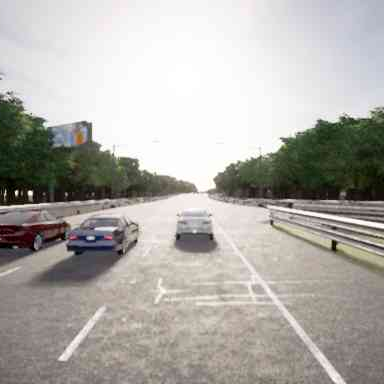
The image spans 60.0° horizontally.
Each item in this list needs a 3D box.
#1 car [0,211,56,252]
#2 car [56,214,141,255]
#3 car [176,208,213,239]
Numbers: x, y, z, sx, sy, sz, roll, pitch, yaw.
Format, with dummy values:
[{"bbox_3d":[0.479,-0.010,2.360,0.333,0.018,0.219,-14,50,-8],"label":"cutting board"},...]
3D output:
[{"bbox_3d":[-6.880,1.536,14.276,1.882,1.535,5.008,0,0,0],"label":"car"},{"bbox_3d":[-3.380,1.602,13.613,2.033,1.411,5.357,0,0,0],"label":"car"},{"bbox_3d":[0.127,1.602,17.824,1.812,1.442,4.674,0,0,0],"label":"car"}]
